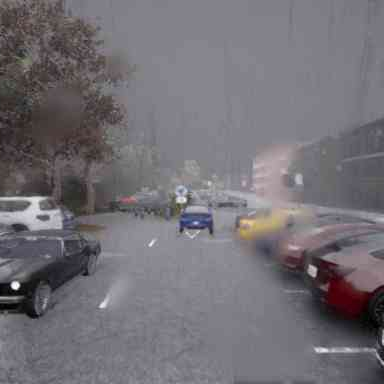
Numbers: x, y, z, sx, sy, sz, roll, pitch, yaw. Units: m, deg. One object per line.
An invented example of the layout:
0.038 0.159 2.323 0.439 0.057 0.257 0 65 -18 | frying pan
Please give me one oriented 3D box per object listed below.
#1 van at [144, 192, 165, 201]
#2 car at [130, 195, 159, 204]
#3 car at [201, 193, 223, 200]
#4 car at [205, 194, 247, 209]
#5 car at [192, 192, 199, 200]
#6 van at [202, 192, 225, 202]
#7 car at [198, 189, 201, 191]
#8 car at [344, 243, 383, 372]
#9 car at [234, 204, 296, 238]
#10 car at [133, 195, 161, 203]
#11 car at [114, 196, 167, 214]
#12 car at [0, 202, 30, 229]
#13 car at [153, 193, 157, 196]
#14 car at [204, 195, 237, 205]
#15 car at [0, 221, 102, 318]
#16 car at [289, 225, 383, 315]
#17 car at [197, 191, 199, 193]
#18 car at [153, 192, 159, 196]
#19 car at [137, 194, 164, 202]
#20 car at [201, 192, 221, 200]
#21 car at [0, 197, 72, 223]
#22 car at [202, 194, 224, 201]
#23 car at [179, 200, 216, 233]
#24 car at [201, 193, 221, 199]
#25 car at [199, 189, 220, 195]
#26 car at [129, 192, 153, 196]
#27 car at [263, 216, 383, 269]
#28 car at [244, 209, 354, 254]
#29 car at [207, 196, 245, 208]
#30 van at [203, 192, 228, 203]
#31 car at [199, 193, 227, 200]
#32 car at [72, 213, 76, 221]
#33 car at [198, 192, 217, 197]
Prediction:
-8.029 0.914 71.582 4.442 1.987 1.878 0 1 0 | van
-8.159 1.271 57.324 4.792 1.488 2.163 0 0 0 | car
4.437 1.084 74.435 5.008 1.535 2.097 0 1 0 | car
4.316 1.307 40.505 4.792 1.488 2.163 0 0 0 | car
0.004 1.277 69.576 1.895 1.301 4.718 0 1 0 | car
4.293 0.996 65.816 4.442 1.987 1.878 0 0 0 | van
4.437 0.680 88.558 4.553 1.767 2.185 0 1 0 | car
4.546 1.481 3.396 4.892 1.521 2.231 0 0 0 | car
4.724 1.475 14.529 5.366 1.575 1.946 0 0 0 | car
-8.152 1.265 60.148 4.792 1.488 2.163 0 0 0 | car
-4.915 1.384 33.069 5.357 1.411 2.033 -1 1 -35 | car
-8.572 1.352 11.621 4.553 1.767 2.185 0 0 0 | car
-8.208 1.259 48.854 5.008 1.535 2.097 0 0 0 | car
4.379 1.254 51.810 5.008 1.535 2.097 0 0 0 | car
-3.582 1.600 7.543 1.895 1.301 4.718 0 0 0 | car
4.569 1.509 6.180 4.792 1.488 2.163 0 0 0 | car
0.039 0.881 83.299 1.994 1.385 4.181 0 1 0 | car
-8.203 1.248 54.626 4.892 1.521 2.231 0 0 0 | car
-8.160 1.220 65.807 5.008 1.535 2.097 0 0 0 | car
4.408 0.903 77.258 4.553 1.767 2.185 0 1 0 | car
-8.570 1.226 14.531 5.566 2.045 2.435 0 0 0 | car
4.427 1.180 71.610 4.674 1.452 2.002 0 1 0 | car
0.364 1.482 19.919 1.882 1.535 5.008 0 0 4 | car
4.444 1.013 80.086 4.674 1.452 2.002 0 1 0 | car
4.417 0.991 57.460 5.566 2.045 2.435 0 0 0 | car
-8.189 1.139 46.154 4.553 1.767 2.185 0 0 0 | car
4.537 1.519 8.963 4.674 1.452 2.002 0 0 0 | car
4.510 1.508 11.746 4.792 1.488 2.163 0 0 0 | car
4.350 1.312 43.332 4.674 1.452 2.002 0 0 0 | car
4.279 1.011 60.286 4.442 1.987 1.878 0 0 0 | van
4.181 1.257 48.984 5.366 1.575 1.946 0 0 0 | car
-8.510 1.351 17.316 4.553 1.767 2.185 0 0 0 | car
4.297 0.692 94.212 5.366 1.575 1.946 0 1 0 | car
